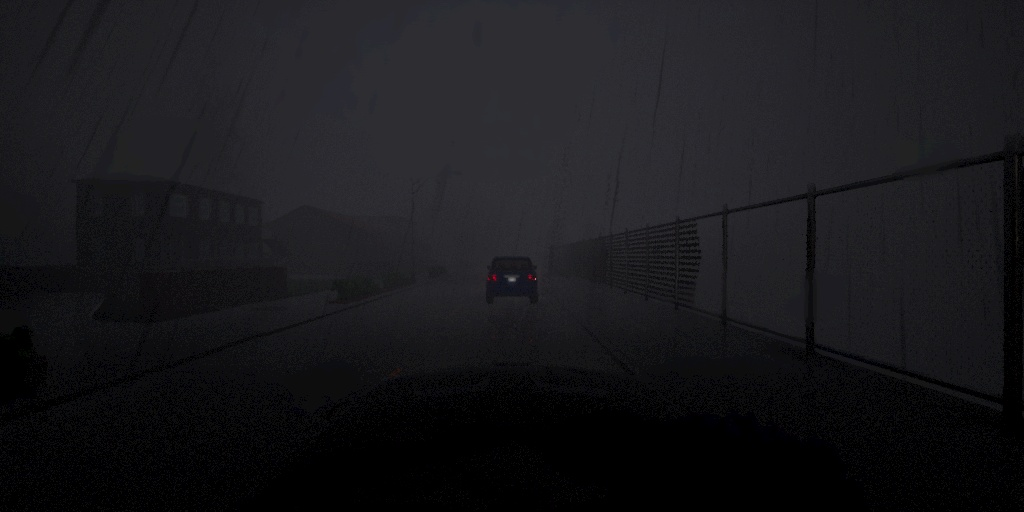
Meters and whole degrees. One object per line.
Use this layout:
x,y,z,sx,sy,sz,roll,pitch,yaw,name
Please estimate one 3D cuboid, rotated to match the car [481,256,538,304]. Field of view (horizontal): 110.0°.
0.000,1.008,16.530,2.150,2.045,5.566,0,0,0,car
